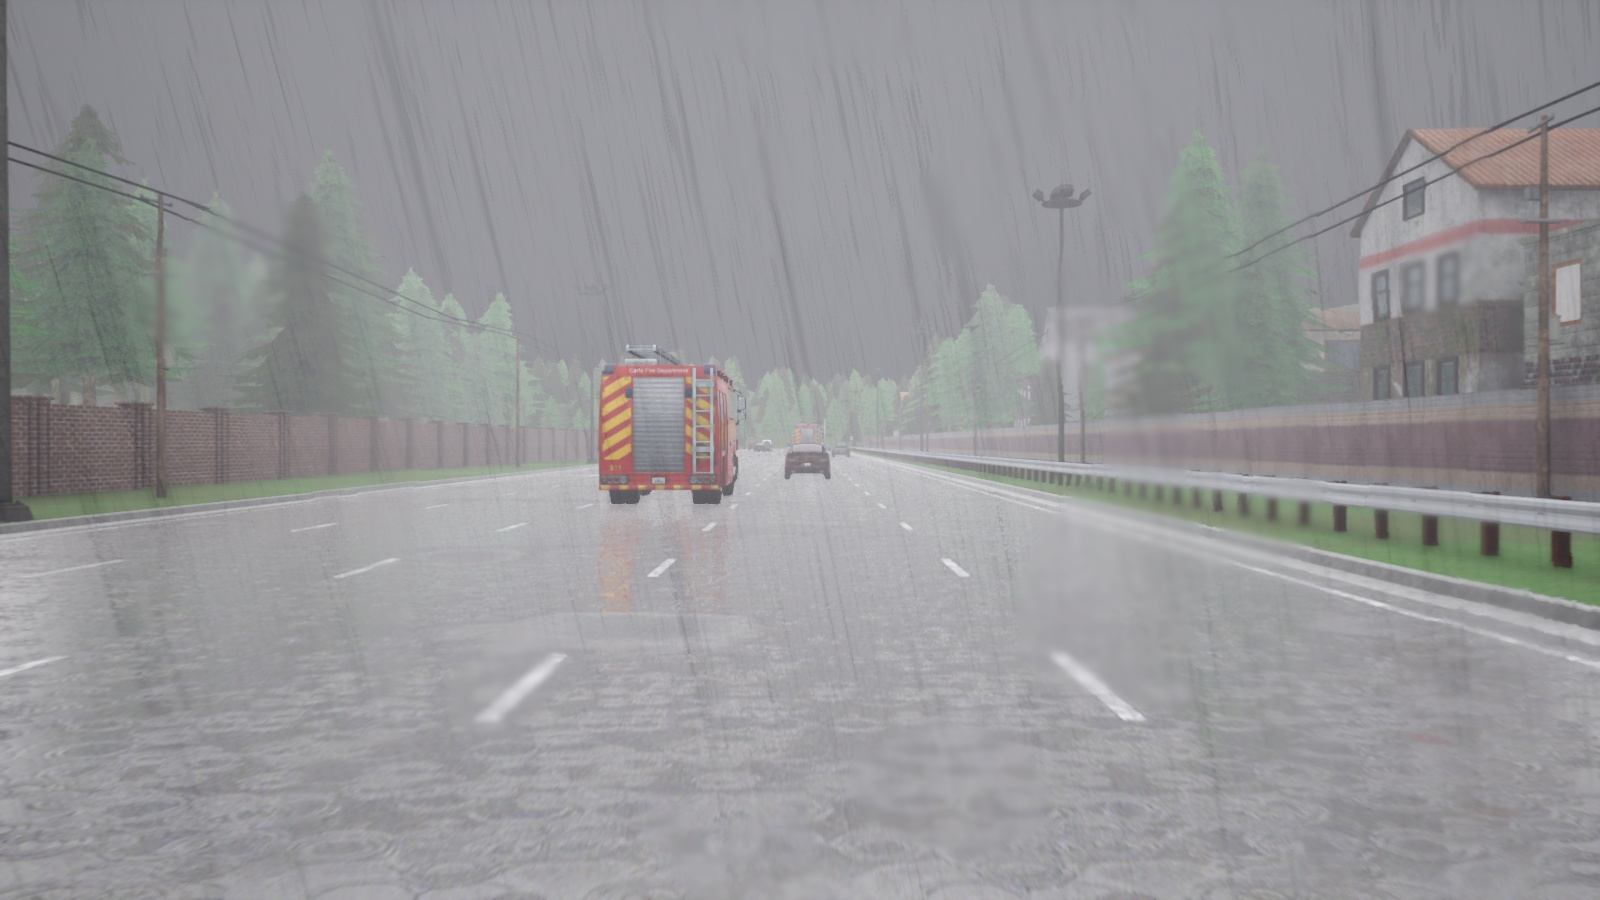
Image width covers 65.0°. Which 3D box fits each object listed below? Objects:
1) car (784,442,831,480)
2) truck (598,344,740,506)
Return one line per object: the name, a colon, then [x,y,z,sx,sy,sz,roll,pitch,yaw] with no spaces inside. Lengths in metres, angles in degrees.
car: [0.321,0.423,53.528,1.882,1.535,5.008,0,0,0]
truck: [-3.291,-0.611,33.753,2.891,3.827,8.468,0,0,0]
